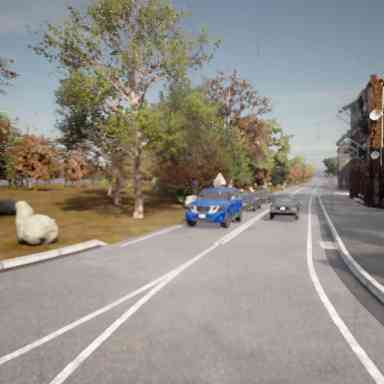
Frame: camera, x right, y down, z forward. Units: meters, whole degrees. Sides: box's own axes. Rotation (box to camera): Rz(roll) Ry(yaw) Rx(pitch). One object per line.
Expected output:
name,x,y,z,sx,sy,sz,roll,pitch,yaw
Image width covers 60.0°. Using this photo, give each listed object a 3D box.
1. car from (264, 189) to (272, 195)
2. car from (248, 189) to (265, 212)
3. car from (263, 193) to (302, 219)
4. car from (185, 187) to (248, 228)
car,8.053,0.454,37.458,1.837,1.490,4.892,1,3,20
car,4.756,0.773,28.318,1.837,1.490,4.892,1,2,20
car,6.393,0.991,22.691,2.033,1.411,5.357,1,2,20
car,1.450,0.772,19.026,2.150,2.045,5.566,1,2,20
